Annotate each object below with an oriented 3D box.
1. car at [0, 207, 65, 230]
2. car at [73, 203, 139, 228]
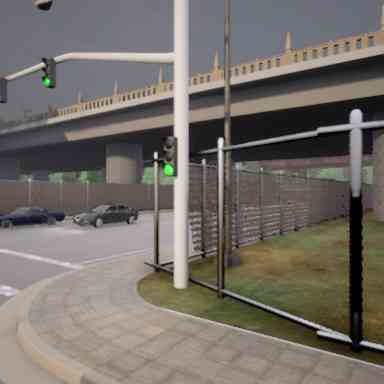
[{"bbox_3d":[-10.933,1.661,21.751,1.895,1.301,4.718,0,0,36],"label":"car"},{"bbox_3d":[-5.804,1.564,22.918,1.837,1.490,4.892,0,0,35],"label":"car"}]
